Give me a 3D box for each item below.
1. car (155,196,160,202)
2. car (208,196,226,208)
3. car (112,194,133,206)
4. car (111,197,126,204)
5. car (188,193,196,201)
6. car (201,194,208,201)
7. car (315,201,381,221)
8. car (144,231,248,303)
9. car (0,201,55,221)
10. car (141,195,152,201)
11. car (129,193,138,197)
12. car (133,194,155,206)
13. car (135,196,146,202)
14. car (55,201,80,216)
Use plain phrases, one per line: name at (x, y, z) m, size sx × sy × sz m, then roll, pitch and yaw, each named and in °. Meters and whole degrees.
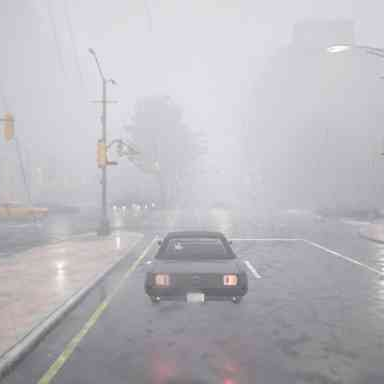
car at (-8.016, 1.564, 65.750) m, size 1.994 × 1.385 × 4.181 m, roll 0°, pitch 0°, yaw 1°
car at (3.664, 1.601, 47.211) m, size 1.895 × 1.301 × 4.718 m, roll 0°, pitch 0°, yaw 1°
car at (-11.576, 1.526, 55.116) m, size 1.812 × 1.442 × 4.674 m, roll 0°, pitch 0°, yaw 0°
car at (-14.735, 1.595, 66.823) m, size 1.895 × 1.301 × 4.718 m, roll 0°, pitch 0°, yaw 0°
car at (0.018, 1.218, 86.464) m, size 2.150 × 2.045 × 5.566 m, roll 0°, pitch 0°, yaw 0°
car at (3.518, 1.519, 86.850) m, size 2.128 × 1.511 × 4.902 m, roll 0°, pitch 0°, yaw 0°
car at (12.322, 1.491, 26.432) m, size 4.902 × 1.511 × 2.128 m, roll 0°, pitch 0°, yaw 0°
car at (0.076, 1.601, 8.166) m, size 1.895 × 1.301 × 4.718 m, roll 0°, pitch 0°, yaw 0°
car at (-13.919, 1.477, 26.292) m, size 5.008 × 1.535 × 1.882 m, roll 0°, pitch 0°, yaw 0°
car at (-11.482, 1.525, 84.646) m, size 2.128 × 1.511 × 4.902 m, roll 0°, pitch 0°, yaw 0°
car at (-11.524, 1.221, 64.528) m, size 2.150 × 2.045 × 5.566 m, roll 0°, pitch 0°, yaw 1°
car at (-8.076, 1.547, 56.514) m, size 2.033 × 1.411 × 5.357 m, roll 0°, pitch 0°, yaw 0°
car at (-11.484, 1.553, 74.412) m, size 1.994 × 1.385 × 4.181 m, roll 0°, pitch 0°, yaw 0°
car at (-13.634, 1.547, 32.021) m, size 5.357 × 1.411 × 2.033 m, roll 0°, pitch 0°, yaw -17°
